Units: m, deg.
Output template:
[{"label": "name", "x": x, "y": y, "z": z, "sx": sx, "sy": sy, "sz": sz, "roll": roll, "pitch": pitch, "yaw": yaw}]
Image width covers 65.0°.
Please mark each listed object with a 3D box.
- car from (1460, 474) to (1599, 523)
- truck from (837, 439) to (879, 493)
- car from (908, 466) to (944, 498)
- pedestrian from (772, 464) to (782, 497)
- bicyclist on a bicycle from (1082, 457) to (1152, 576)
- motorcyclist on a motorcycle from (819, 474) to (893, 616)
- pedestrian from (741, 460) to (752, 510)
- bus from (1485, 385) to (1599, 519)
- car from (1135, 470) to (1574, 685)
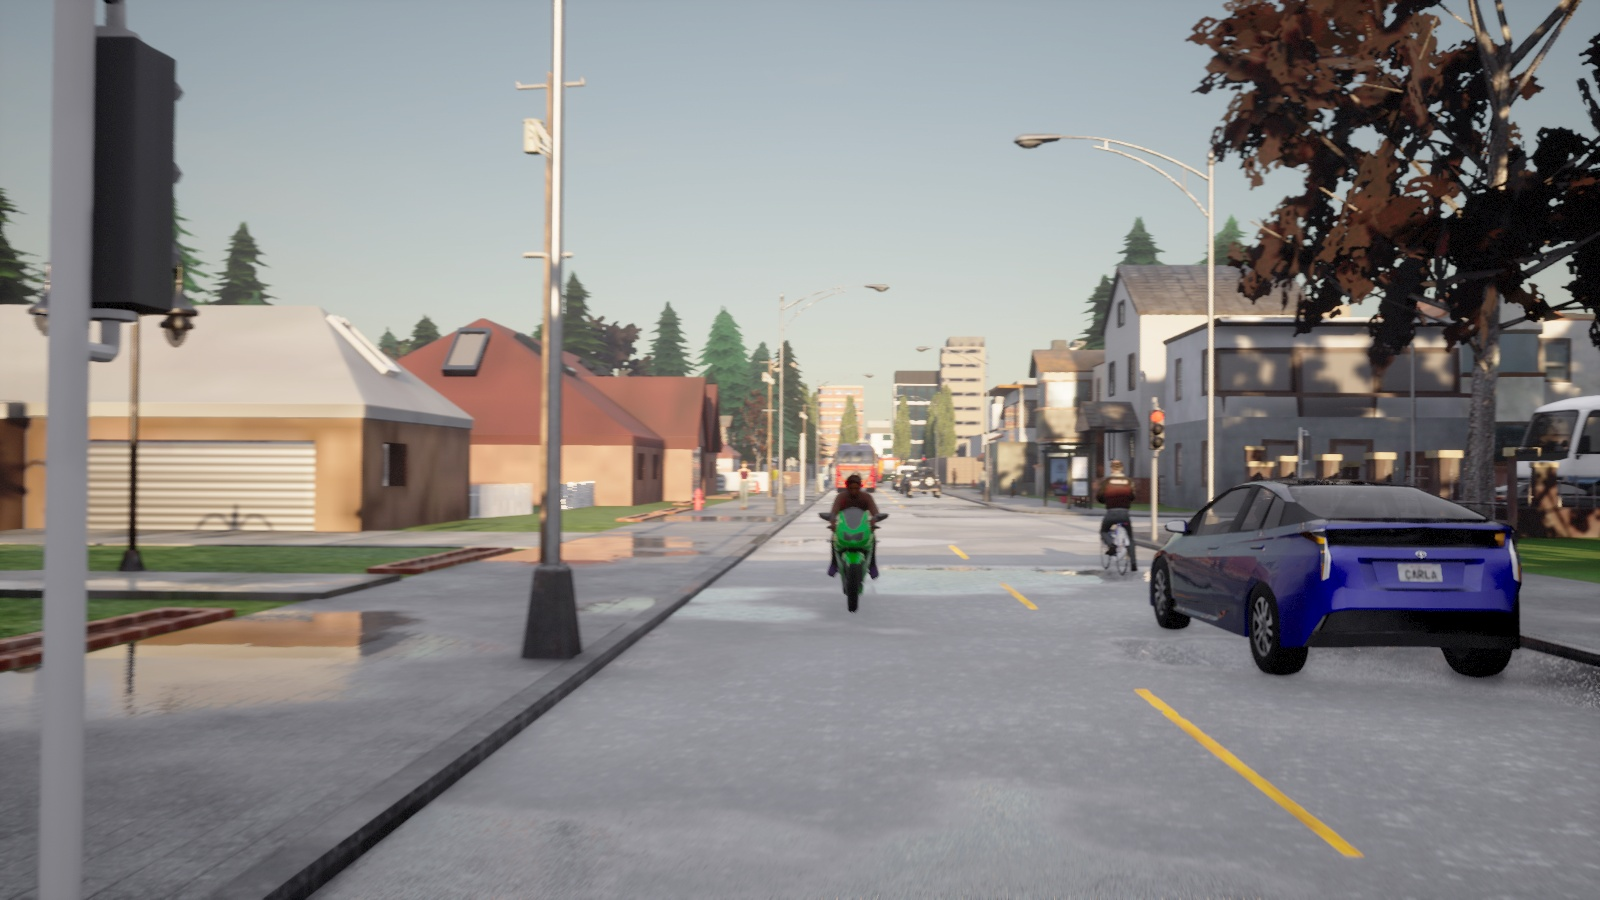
[{"label": "car", "x": 22.583, "y": 1.436, "z": 37.597, "sx": 4.674, "sy": 1.442, "sz": 1.812, "roll": 0, "pitch": -1, "yaw": -1}, {"label": "truck", "x": 4.416, "y": 1.220, "z": 94.026, "sx": 2.891, "sy": 3.827, "sz": 8.468, "roll": 0, "pitch": -1, "yaw": 4}, {"label": "car", "x": 7.525, "y": 1.886, "z": 75.477, "sx": 1.932, "sy": 1.855, "sz": 4.605, "roll": 0, "pitch": -1, "yaw": 3}, {"label": "pedestrian", "x": -1.311, "y": 1.713, "z": 70.757, "sx": 0.354, "sy": 1.836, "sz": 0.706, "roll": 0, "pitch": -1, "yaw": -20}, {"label": "bicyclist on a bicycle", "x": 4.948, "y": 1.008, "z": 19.690, "sx": 0.659, "sy": 1.776, "sz": 1.843, "roll": 0, "pitch": -1, "yaw": 1}, {"label": "motorcyclist on a motorcycle", "x": 0.653, "y": 1.040, "z": 14.545, "sx": 0.797, "sy": 1.523, "sz": 2.044, "roll": 0, "pitch": -1, "yaw": 3}, {"label": "pedestrian", "x": -1.985, "y": 1.311, "z": 46.686, "sx": 0.345, "sy": 1.836, "sz": 0.594, "roll": 0, "pitch": -1, "yaw": 2}, {"label": "bus", "x": 28.868, "y": 0.089, "z": 41.470, "sx": 10.273, "sy": 4.253, "sz": 3.944, "roll": 0, "pitch": -1, "yaw": 2}, {"label": "car", "x": 4.545, "y": 0.942, "z": 11.207, "sx": 2.007, "sy": 1.525, "sz": 4.514, "roll": 0, "pitch": -1, "yaw": 1}]
